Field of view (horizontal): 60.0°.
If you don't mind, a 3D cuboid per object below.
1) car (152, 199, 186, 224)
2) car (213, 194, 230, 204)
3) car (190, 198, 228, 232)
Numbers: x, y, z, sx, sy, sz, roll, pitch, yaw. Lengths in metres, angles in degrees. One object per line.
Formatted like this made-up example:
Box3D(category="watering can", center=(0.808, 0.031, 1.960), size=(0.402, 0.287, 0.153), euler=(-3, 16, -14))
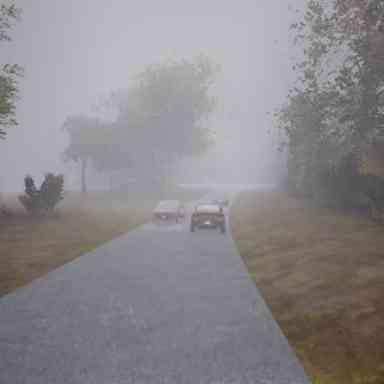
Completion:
Box3D(category="car", center=(-1.572, 1.288, 23.932), size=(1.882, 1.535, 5.008), euler=(1, 1, 6))
Box3D(category="car", center=(3.492, 0.862, 40.051), size=(1.994, 1.385, 4.181), euler=(1, 3, 9))
Box3D(category="car", center=(0.995, 1.395, 19.614), size=(1.882, 1.535, 5.008), euler=(0, 1, 5))
